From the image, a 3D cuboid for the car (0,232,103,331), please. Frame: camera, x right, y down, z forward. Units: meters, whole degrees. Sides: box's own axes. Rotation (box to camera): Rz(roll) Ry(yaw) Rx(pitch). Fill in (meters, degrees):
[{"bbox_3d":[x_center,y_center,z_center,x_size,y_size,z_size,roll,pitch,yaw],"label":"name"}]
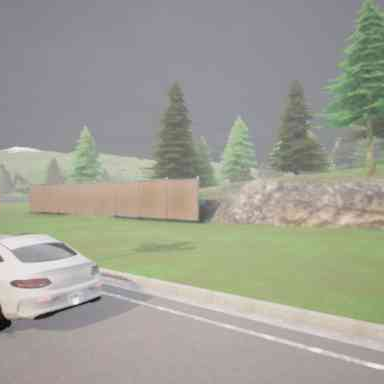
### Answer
[{"bbox_3d":[-3.785,1.575,6.887,4.674,1.442,1.812,0,0,36],"label":"car"}]
